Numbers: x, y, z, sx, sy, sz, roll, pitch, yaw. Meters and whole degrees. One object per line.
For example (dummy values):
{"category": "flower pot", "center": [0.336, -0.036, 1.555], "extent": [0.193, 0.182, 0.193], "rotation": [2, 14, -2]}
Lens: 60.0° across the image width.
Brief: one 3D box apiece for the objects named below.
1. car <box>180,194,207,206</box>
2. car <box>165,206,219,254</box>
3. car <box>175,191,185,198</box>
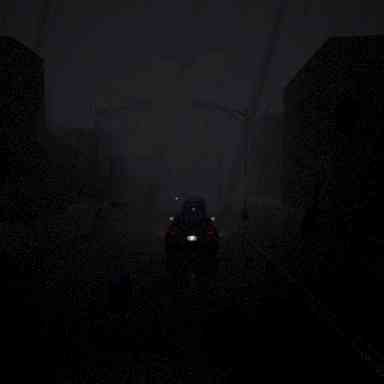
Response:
{"category": "car", "center": [0.251, 1.152, 28.516], "extent": [1.882, 1.535, 5.008], "rotation": [0, 1, 3]}
{"category": "car", "center": [0.008, 1.496, 13.316], "extent": [1.994, 1.385, 4.181], "rotation": [0, 1, 0]}
{"category": "car", "center": [-2.404, 0.472, 70.601], "extent": [1.812, 1.442, 4.674], "rotation": [0, 1, 1]}
